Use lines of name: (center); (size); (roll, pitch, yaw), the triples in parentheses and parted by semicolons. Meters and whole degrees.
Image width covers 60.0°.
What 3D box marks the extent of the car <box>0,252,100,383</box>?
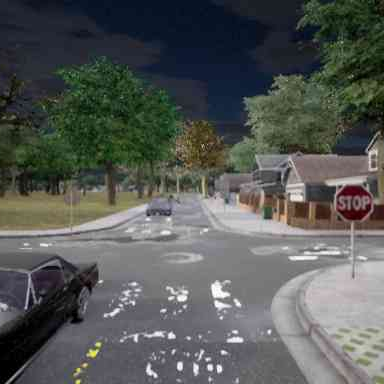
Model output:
car: (-2.756, 1.591, 4.372); (1.895, 1.301, 4.718); (0, 0, 0)

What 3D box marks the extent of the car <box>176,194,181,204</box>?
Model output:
car: (-2.846, 1.098, 53.471); (1.812, 1.442, 4.674); (0, 0, 0)

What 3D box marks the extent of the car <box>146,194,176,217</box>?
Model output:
car: (-2.802, 1.218, 29.356); (2.097, 1.767, 4.553); (0, 0, 0)
